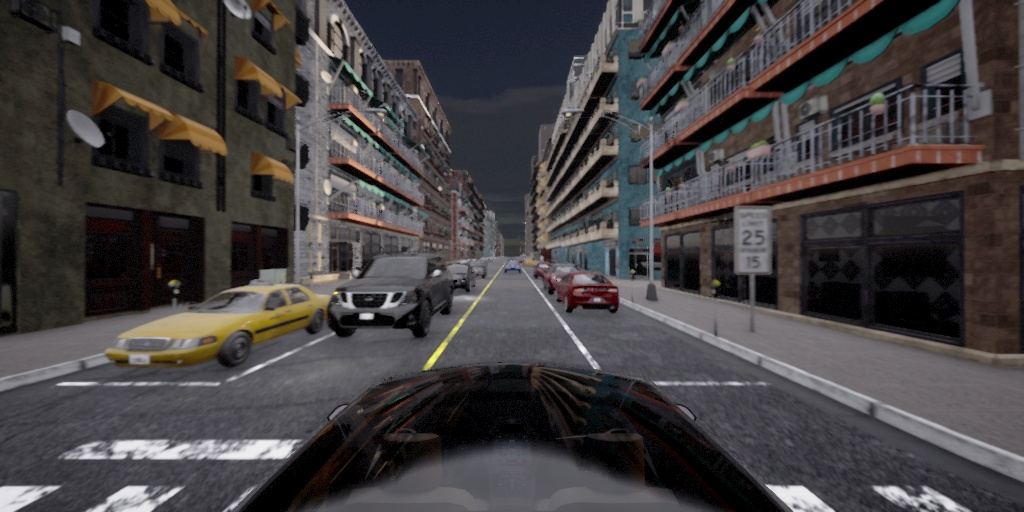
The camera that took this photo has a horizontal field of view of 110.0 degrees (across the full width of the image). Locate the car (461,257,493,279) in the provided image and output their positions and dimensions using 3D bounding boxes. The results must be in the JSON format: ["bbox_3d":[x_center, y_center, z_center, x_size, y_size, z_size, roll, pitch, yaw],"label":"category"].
[{"bbox_3d":[-3.105,1.102,30.946,2.128,1.511,4.902,0,0,0],"label":"car"}]

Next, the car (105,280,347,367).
[{"bbox_3d":[-5.693,1.245,7.884,1.751,1.417,4.829,0,0,0],"label":"car"}]

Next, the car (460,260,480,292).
[{"bbox_3d":[-3.108,1.164,20.499,1.837,1.490,4.892,0,0,0],"label":"car"}]

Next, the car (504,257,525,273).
[{"bbox_3d":[0.076,1.118,39.625,2.033,1.411,5.357,0,0,0],"label":"car"}]

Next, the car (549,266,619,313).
[{"bbox_3d":[2.685,1.238,13.567,1.888,1.381,4.507,0,0,0],"label":"car"}]

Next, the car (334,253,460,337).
[{"bbox_3d":[-3.104,0.929,10.459,2.150,2.045,5.566,0,0,0],"label":"car"}]

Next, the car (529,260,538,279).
[{"bbox_3d":[2.677,1.196,30.138,1.802,1.307,4.207,0,0,0],"label":"car"}]

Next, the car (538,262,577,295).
[{"bbox_3d":[2.682,1.107,19.091,1.967,1.591,4.097,0,0,0],"label":"car"}]

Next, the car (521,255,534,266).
[{"bbox_3d":[2.969,0.923,62.096,1.801,1.575,5.366,0,0,0],"label":"car"}]
